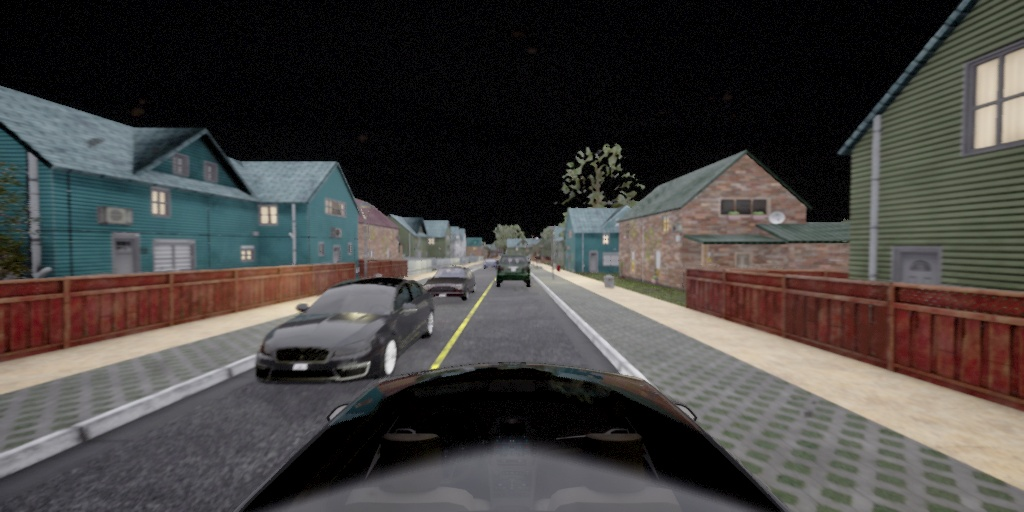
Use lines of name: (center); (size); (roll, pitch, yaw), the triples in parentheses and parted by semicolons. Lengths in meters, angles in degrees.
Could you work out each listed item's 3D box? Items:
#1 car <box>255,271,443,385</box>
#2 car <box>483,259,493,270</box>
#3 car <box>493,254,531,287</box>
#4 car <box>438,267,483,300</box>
car: (-2.843, 1.230, 7.246); (1.837, 1.490, 4.892); (0, 0, 0)
car: (-2.846, 1.064, 48.140); (1.812, 1.442, 4.674); (0, 0, 0)
car: (0.091, 0.873, 23.841); (2.150, 2.045, 5.566); (0, 1, 0)
car: (-2.808, 1.226, 17.328); (2.033, 1.411, 5.357); (0, 0, 1)
